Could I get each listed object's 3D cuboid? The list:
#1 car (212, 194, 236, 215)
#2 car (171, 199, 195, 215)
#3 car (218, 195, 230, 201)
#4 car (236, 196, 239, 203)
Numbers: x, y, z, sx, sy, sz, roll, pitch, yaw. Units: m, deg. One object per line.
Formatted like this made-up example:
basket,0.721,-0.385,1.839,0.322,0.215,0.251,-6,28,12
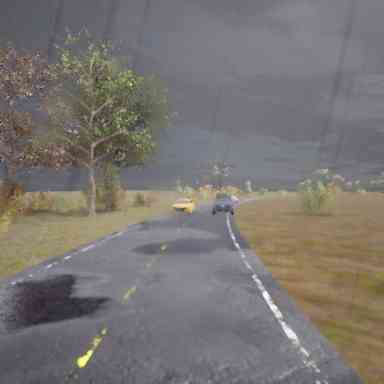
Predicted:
car,3.155,1.342,33.512,2.097,1.767,4.553,0,0,7
car,-0.863,1.462,34.333,1.882,1.535,5.008,0,0,7
car,7.146,1.371,74.746,1.994,1.385,4.181,0,0,15
car,8.340,1.448,67.631,1.812,1.442,4.674,0,0,15
